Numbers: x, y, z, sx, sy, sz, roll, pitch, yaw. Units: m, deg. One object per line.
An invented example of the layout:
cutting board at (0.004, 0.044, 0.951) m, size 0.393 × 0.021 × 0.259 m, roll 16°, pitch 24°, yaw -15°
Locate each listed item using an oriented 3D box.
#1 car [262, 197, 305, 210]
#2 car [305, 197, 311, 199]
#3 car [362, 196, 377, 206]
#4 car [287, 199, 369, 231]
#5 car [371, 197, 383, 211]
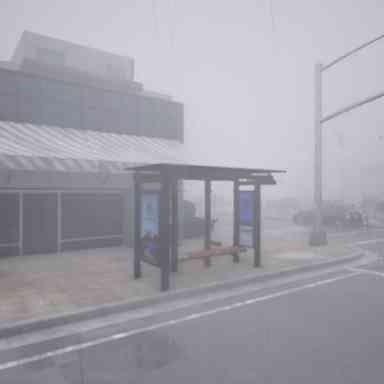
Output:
car at (12.100, 1.474, 43.806) m, size 5.027 × 1.636 × 2.152 m, roll 0°, pitch 0°, yaw -36°
car at (21.369, 1.684, 61.926) m, size 4.514 × 1.523 × 2.007 m, roll 0°, pitch 0°, yaw -36°
car at (28.054, 1.481, 51.391) m, size 4.605 × 1.855 × 1.932 m, roll 0°, pitch 0°, yaw -36°
car at (9.380, 1.608, 23.296) m, size 2.097 × 1.767 × 4.553 m, roll 0°, pitch 0°, yaw -36°
car at (23.967, 1.645, 39.914) m, size 4.514 × 1.523 × 2.007 m, roll 0°, pitch 0°, yaw -36°
